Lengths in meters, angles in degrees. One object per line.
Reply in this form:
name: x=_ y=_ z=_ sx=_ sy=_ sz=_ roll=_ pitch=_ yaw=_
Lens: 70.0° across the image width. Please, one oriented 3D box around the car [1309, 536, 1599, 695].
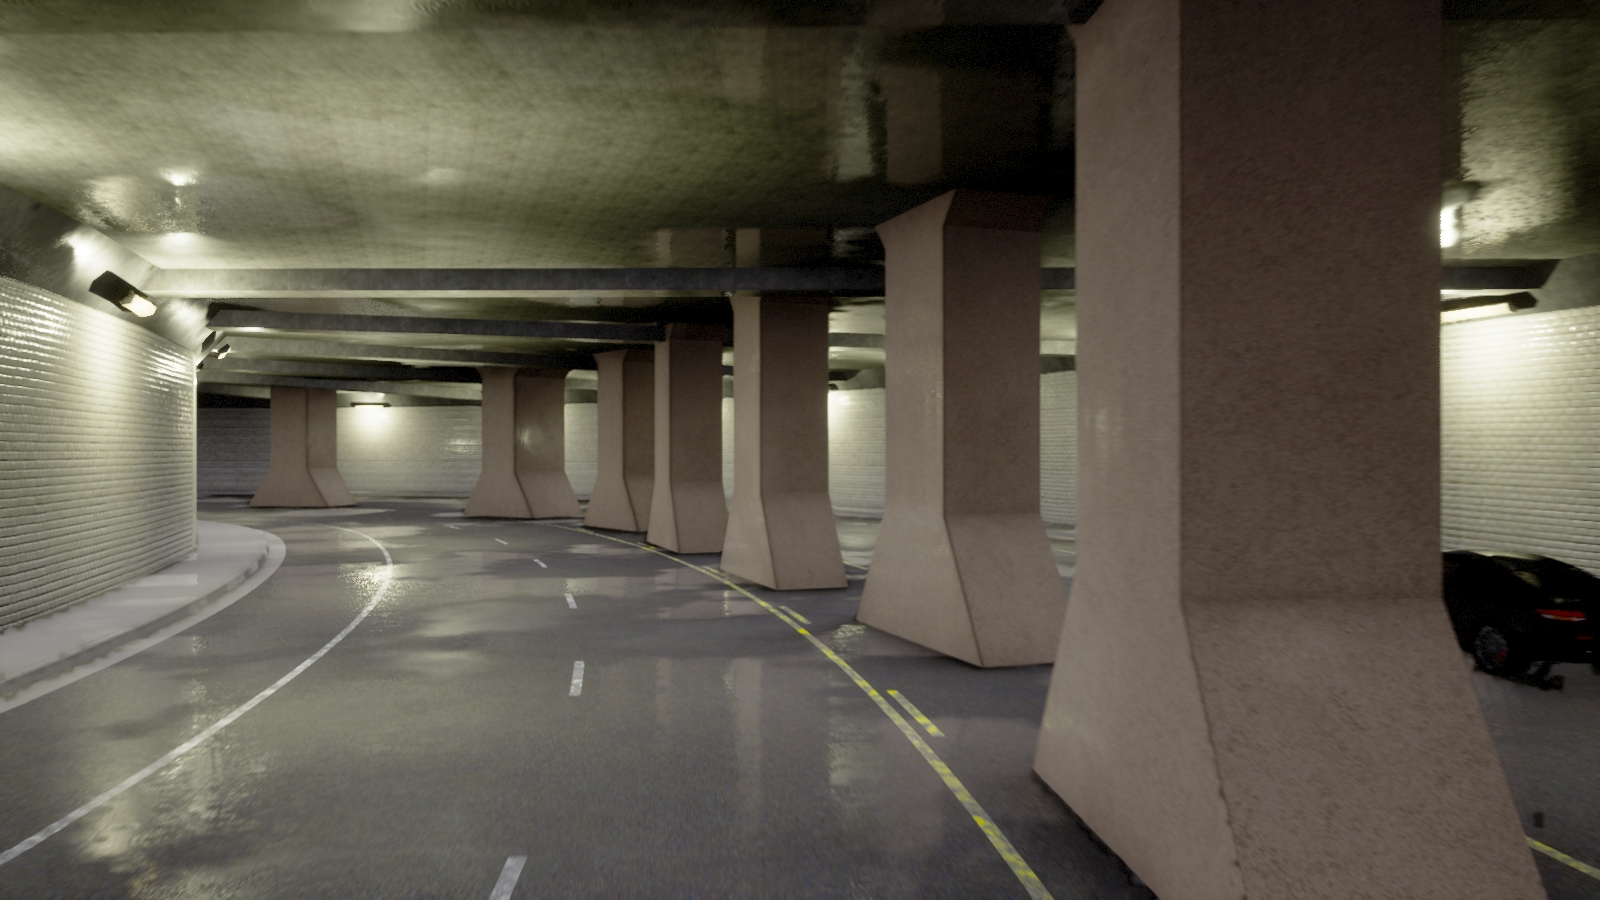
car: x=9.236 y=2.077 z=15.535 sx=2.002 sy=1.442 sz=4.674 roll=0 pitch=0 yaw=-9
